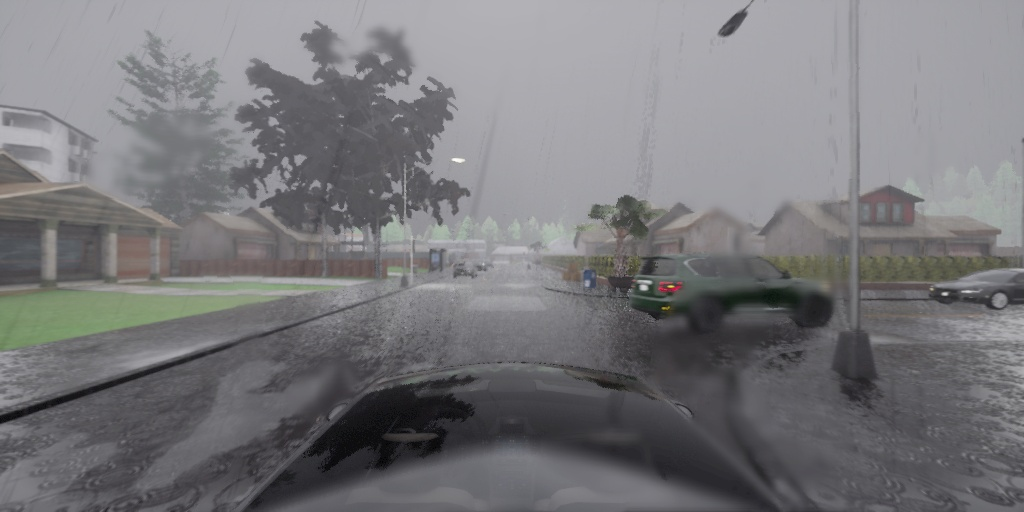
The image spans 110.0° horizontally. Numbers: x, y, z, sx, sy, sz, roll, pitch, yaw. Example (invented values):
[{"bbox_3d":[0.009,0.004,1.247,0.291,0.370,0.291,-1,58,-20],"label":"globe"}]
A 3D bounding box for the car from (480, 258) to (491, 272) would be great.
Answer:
[{"bbox_3d":[-4.248,1.042,45.682,2.097,1.767,4.553,0,0,0],"label":"car"}]

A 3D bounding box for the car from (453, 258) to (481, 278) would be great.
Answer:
[{"bbox_3d":[-4.215,1.211,32.948,1.837,1.490,4.892,0,0,0],"label":"car"}]

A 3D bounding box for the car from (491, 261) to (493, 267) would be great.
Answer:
[{"bbox_3d":[-4.238,1.217,62.356,2.033,1.411,5.357,0,0,0],"label":"car"}]

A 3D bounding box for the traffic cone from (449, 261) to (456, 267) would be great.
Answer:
[{"bbox_3d":[-9.894,1.514,59.325,0.344,0.586,0.344,0,0,0],"label":"traffic cone"}]

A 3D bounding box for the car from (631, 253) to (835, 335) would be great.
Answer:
[{"bbox_3d":[6.266,0.968,10.385,5.566,2.045,2.150,0,-2,-11],"label":"car"}]

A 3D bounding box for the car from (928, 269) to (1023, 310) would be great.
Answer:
[{"bbox_3d":[19.546,1.264,14.189,4.892,1.490,1.837,0,0,0],"label":"car"}]
